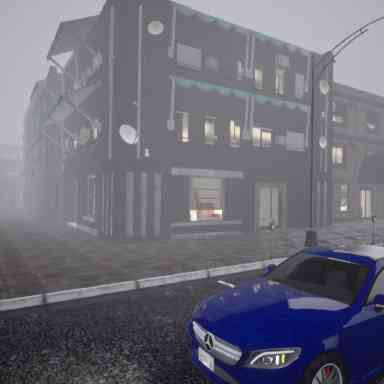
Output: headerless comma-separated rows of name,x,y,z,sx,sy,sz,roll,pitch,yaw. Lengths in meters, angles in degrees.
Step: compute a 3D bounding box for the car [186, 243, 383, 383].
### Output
car,2.165,1.527,4.716,4.674,1.442,1.812,0,0,-30
